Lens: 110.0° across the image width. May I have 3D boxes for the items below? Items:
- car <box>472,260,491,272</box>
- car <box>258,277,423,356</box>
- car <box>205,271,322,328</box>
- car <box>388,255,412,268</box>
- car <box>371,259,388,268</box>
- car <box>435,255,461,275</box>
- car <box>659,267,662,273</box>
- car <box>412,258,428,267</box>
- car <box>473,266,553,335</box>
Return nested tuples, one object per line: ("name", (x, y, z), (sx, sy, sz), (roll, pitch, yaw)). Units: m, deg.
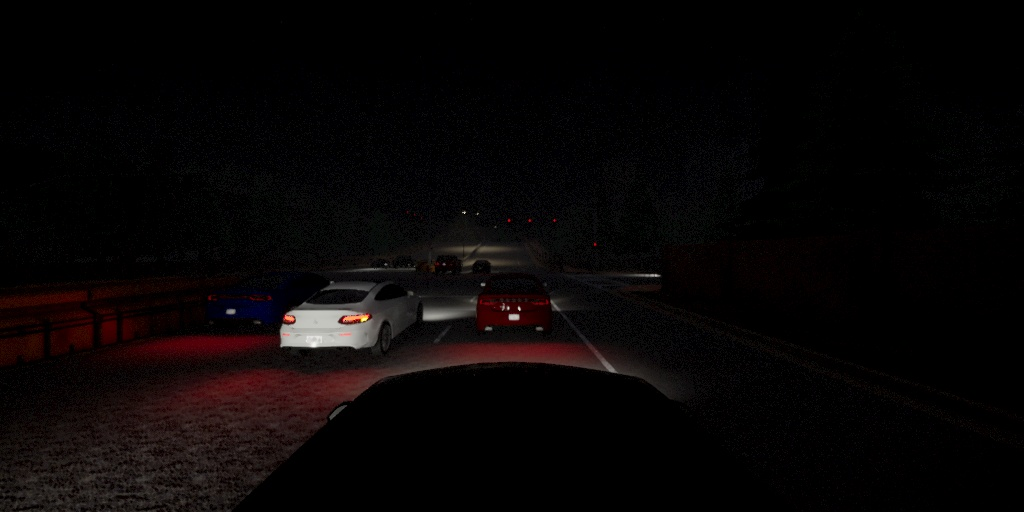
("car", (-3.491, 1.199, 41.972), (1.882, 1.535, 5.008), (0, 0, 0))
("car", (-3.450, 1.271, 8.507), (1.812, 1.442, 4.674), (0, 0, -1))
("car", (-6.944, 1.221, 11.344), (1.882, 1.535, 5.008), (0, 0, 0))
("car", (-17.714, 0.929, 58.323), (2.150, 2.045, 5.566), (0, 0, 0))
("car", (-21.206, 1.202, 58.139), (2.128, 1.511, 4.902), (0, 0, 0))
("car", (-6.985, 0.945, 39.537), (2.150, 2.045, 5.566), (0, 0, 0))
("car", (17.267, 1.290, 36.540), (4.181, 1.385, 1.994), (0, 0, 0))
("car", (-14.212, 1.236, 57.926), (1.812, 1.442, 4.674), (0, 0, 0))
("car", (0.055, 1.221, 10.538), (1.882, 1.535, 5.008), (0, 0, 0))
